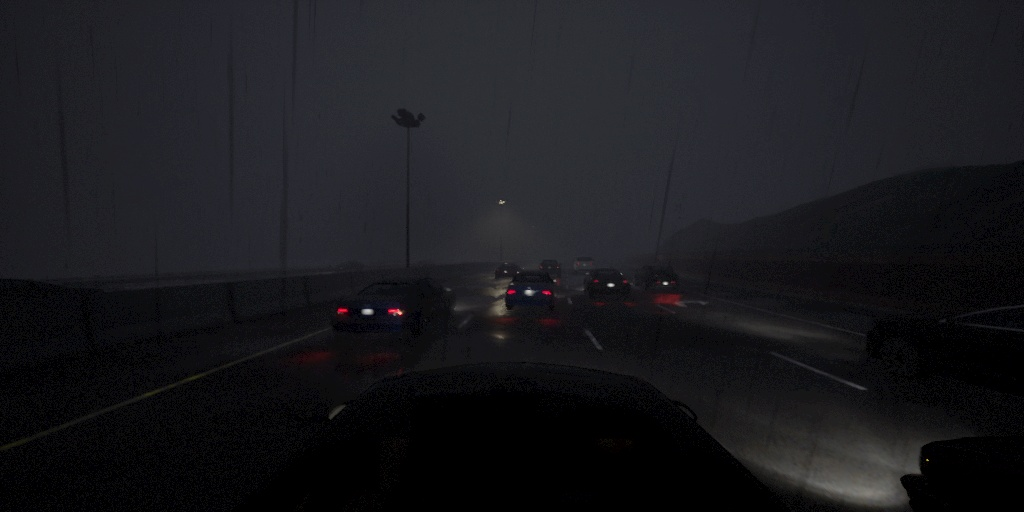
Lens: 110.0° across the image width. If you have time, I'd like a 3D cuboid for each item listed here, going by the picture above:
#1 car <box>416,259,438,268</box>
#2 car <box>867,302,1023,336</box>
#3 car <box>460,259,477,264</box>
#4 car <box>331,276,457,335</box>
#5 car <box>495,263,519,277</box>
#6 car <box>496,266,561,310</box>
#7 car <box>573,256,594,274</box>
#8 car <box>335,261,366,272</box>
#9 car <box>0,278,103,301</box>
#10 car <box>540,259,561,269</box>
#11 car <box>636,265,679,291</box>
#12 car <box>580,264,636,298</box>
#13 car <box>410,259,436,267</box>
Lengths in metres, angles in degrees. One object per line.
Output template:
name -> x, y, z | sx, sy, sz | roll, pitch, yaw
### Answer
car -> -13.932, 1.241, 59.001 | 1.812, 1.442, 4.674 | 0, 0, 9
car -> 7.219, 1.259, 4.382 | 2.128, 1.511, 4.902 | 0, 0, 1
car -> -7.008, 1.224, 57.997 | 2.128, 1.511, 4.902 | 0, 0, 9
car -> -3.034, 1.290, 10.466 | 2.033, 1.411, 5.357 | 0, 0, 4
car -> -0.239, 1.312, 32.295 | 1.994, 1.385, 4.181 | 0, 0, 9
car -> 0.837, 1.299, 14.751 | 2.033, 1.411, 5.357 | 0, 0, 6
car -> 8.223, 0.990, 41.261 | 2.150, 2.045, 5.566 | 0, 0, 9
car -> -19.843, 1.266, 44.187 | 1.994, 1.385, 4.181 | 0, 0, 9
car -> -13.837, 1.264, 8.951 | 2.033, 1.411, 5.357 | 0, 0, 3
car -> 3.863, 1.110, 35.953 | 2.097, 1.767, 4.553 | 0, 0, 9
car -> 8.884, 1.275, 22.345 | 1.837, 1.490, 4.892 | 0, 0, 8
car -> 4.855, 1.325, 18.700 | 1.994, 1.385, 4.181 | 0, 0, 7
car -> -12.128, 1.321, 48.248 | 1.895, 1.301, 4.718 | 0, 0, 9
